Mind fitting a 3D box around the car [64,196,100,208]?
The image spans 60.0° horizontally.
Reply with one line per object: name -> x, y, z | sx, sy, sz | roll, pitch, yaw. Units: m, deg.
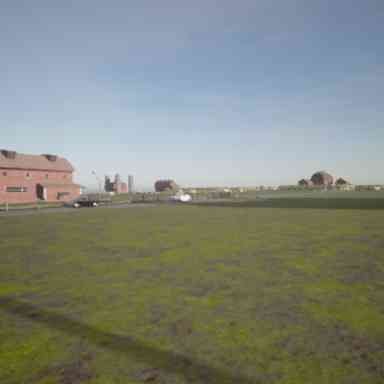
car -> -14.525, 1.333, 44.038 | 1.837, 1.490, 4.892 | 0, 1, 36

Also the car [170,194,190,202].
car -> -2.092, 1.037, 61.043 | 1.812, 1.442, 4.674 | 0, 1, 36
